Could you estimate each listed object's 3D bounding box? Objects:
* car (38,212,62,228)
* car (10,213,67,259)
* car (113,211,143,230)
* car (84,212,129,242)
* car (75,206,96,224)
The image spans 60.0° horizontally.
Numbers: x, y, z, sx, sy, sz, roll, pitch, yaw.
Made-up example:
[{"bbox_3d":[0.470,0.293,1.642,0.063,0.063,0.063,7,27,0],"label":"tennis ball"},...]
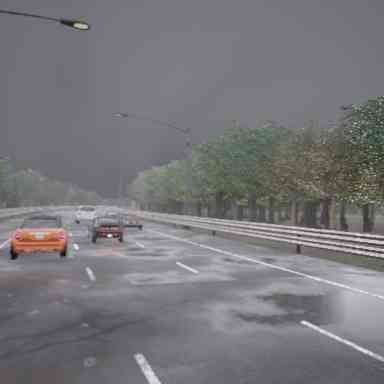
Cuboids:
[{"bbox_3d":[-13.540,2.657,31.881,1.895,1.301,4.718,3,-3,-21],"label":"car"},{"bbox_3d":[-6.805,1.843,15.055,2.097,1.767,4.553,3,-3,-23],"label":"car"},{"bbox_3d":[-6.018,2.826,31.780,2.033,1.411,5.357,3,-3,-21],"label":"car"},{"bbox_3d":[-5.639,2.321,21.408,1.837,1.490,4.892,3,-2,-22],"label":"car"},{"bbox_3d":[-12.363,2.629,38.748,2.150,2.045,5.566,3,-3,-21],"label":"car"}]
